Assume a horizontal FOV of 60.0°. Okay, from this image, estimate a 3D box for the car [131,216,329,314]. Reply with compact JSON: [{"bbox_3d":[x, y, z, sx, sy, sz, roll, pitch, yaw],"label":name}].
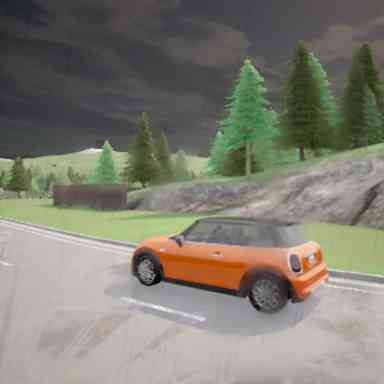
[{"bbox_3d":[0.666,1.353,7.842,4.553,1.767,2.097,0,0,37],"label":"car"}]
